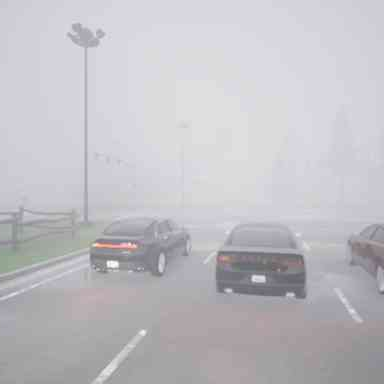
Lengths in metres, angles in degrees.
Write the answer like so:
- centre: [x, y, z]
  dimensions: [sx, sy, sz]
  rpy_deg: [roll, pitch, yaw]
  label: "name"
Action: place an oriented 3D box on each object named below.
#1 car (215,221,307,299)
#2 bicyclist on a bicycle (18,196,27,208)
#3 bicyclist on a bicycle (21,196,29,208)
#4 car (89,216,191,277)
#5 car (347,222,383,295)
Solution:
- centre: [1.826, 1.482, 8.665]
  dimensions: [1.882, 1.535, 5.008]
  rpy_deg: [0, 0, 13]
  label: "car"
- centre: [-22.489, 1.315, 44.232]
  dimensions: [0.582, 1.620, 1.656]
  rpy_deg: [0, 0, -8]
  label: "bicyclist on a bicycle"
- centre: [-22.047, 1.316, 44.290]
  dimensions: [0.582, 1.620, 1.656]
  rpy_deg: [0, 0, -8]
  label: "bicyclist on a bicycle"
- centre: [-1.355, 1.509, 10.435]
  dimensions: [1.837, 1.490, 4.892]
  rpy_deg: [0, 0, 14]
  label: "car"
- centre: [5.379, 1.484, 8.482]
  dimensions: [1.882, 1.535, 5.008]
  rpy_deg: [0, 0, 13]
  label: "car"
